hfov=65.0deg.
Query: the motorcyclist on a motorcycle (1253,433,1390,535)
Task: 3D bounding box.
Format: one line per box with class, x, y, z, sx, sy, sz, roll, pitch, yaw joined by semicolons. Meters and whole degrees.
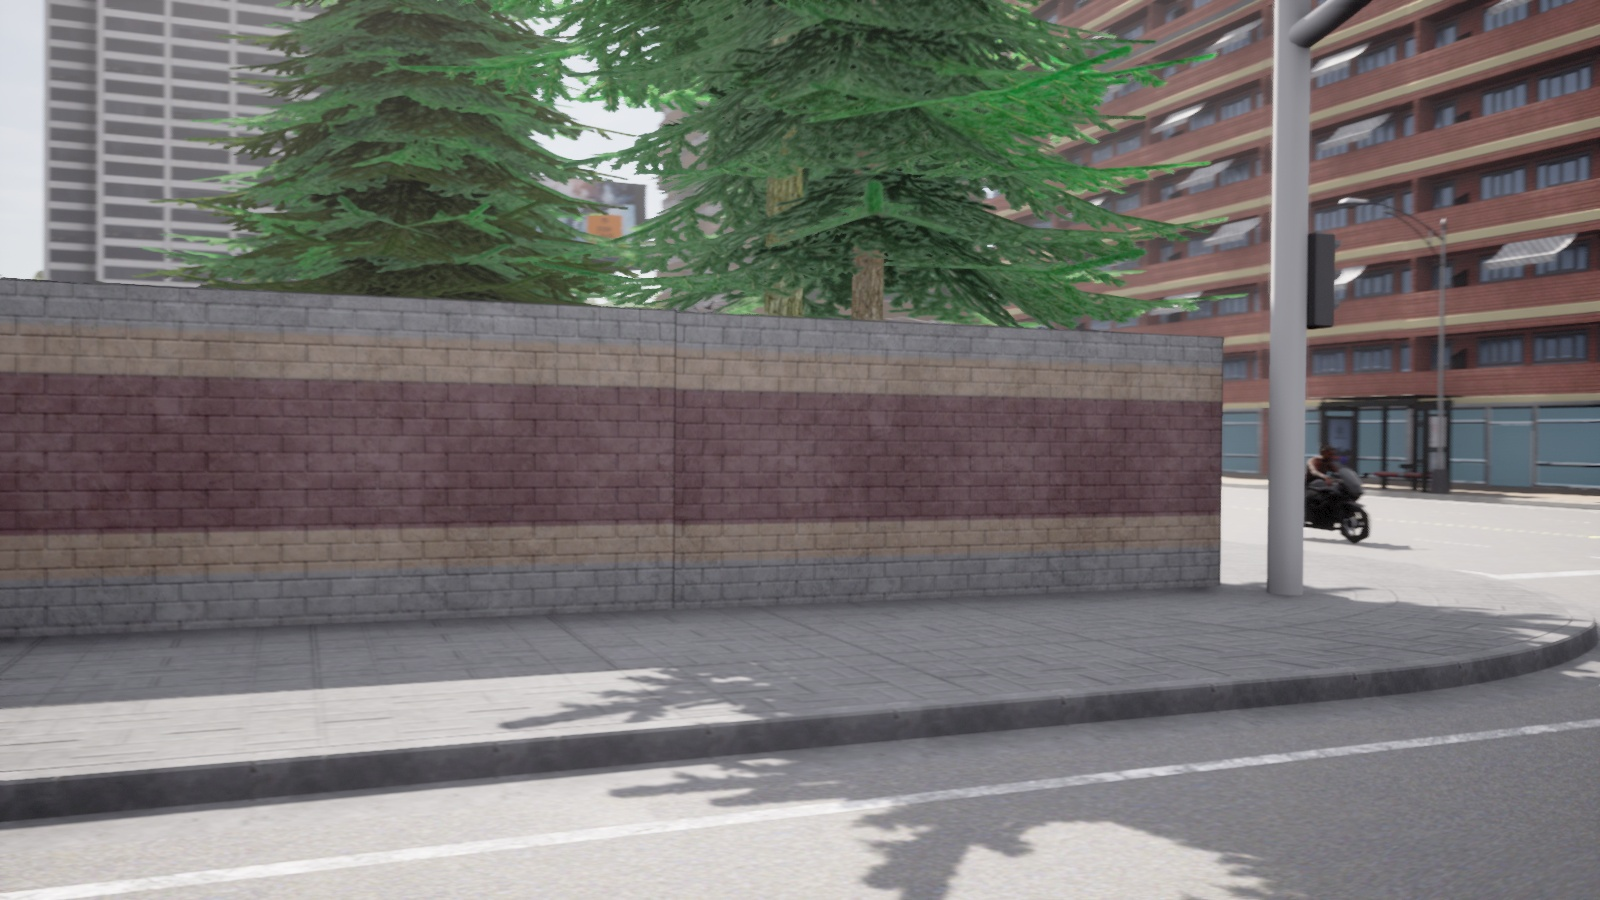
motorcyclist on a motorcycle;8.227;0.505;19.918;0.797;1.523;2.044;-1;1;-22
